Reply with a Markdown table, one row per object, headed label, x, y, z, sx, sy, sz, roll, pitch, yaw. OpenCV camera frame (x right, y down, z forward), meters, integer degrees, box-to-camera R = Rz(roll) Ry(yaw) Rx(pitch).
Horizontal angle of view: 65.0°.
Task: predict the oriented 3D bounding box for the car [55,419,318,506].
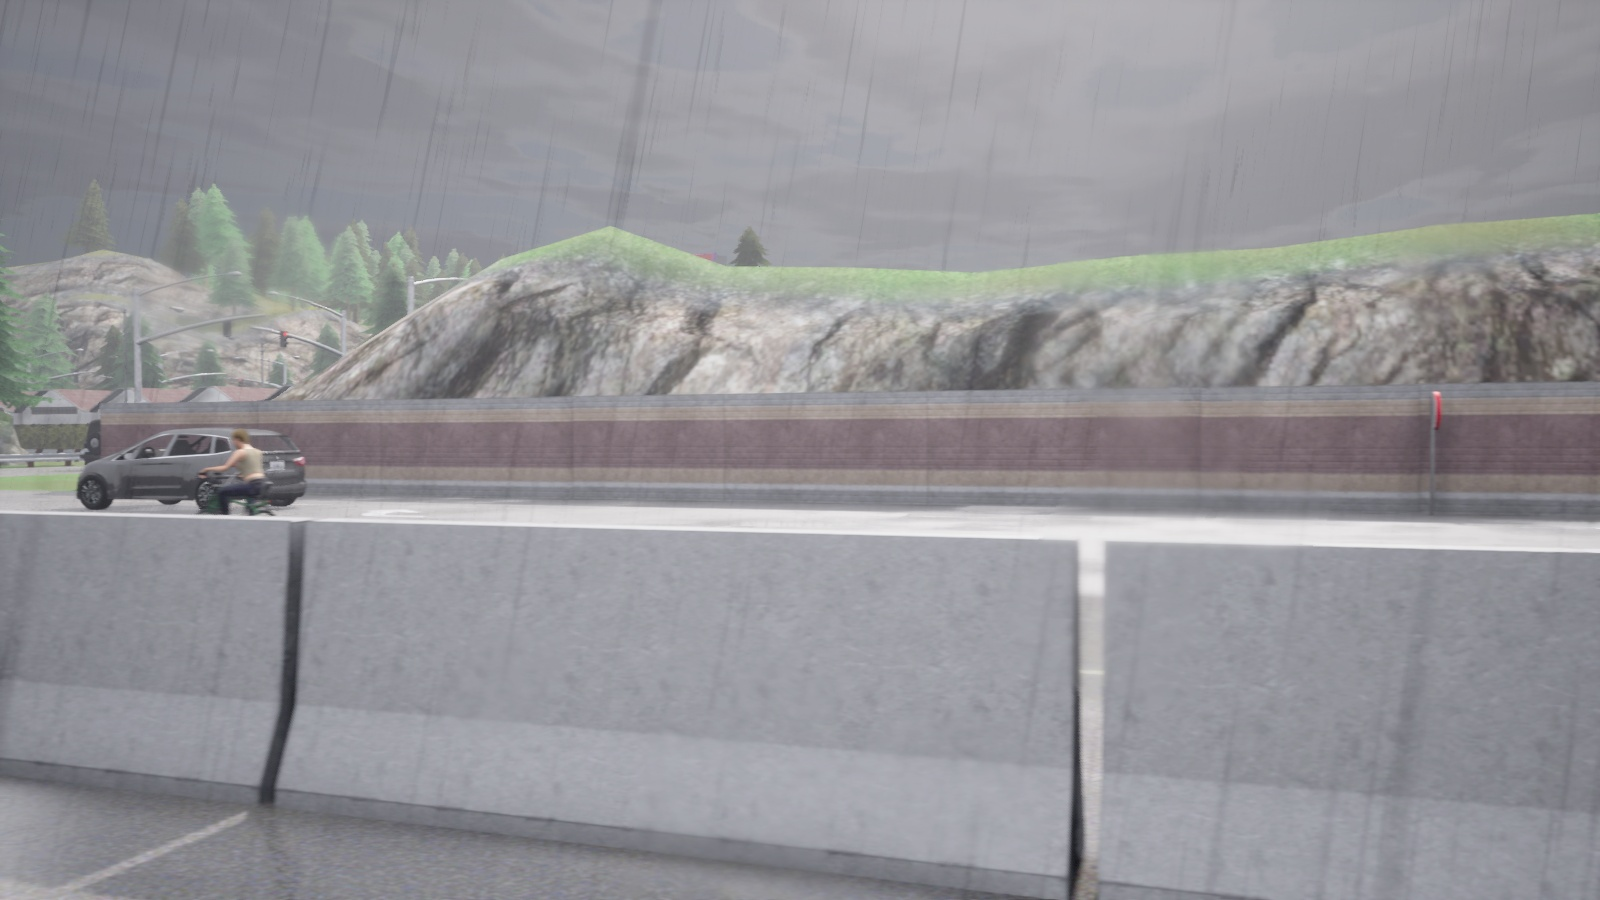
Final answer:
| label | x | y | z | sx | sy | sz | roll | pitch | yaw |
| --- | --- | --- | --- | --- | --- | --- | --- | --- | --- |
| car | -12.622 | 0.209 | 25.904 | 4.611 | 1.667 | 2.242 | 1 | 1 | 18 |

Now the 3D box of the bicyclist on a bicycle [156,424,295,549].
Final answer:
| label | x | y | z | sx | sy | sz | roll | pitch | yaw |
| --- | --- | --- | --- | --- | --- | --- | --- | --- | --- |
| bicyclist on a bicycle | -7.704 | 0.464 | 16.862 | 1.509 | 1.612 | 0.866 | 1 | 1 | 19 |

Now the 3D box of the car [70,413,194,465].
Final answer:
| label | x | y | z | sx | sy | sz | roll | pitch | yaw |
| --- | --- | --- | --- | --- | --- | --- | --- | --- | --- |
| car | -24.958 | -0.421 | 47.050 | 1.905 | 1.878 | 3.866 | 1 | 1 | 18 |
